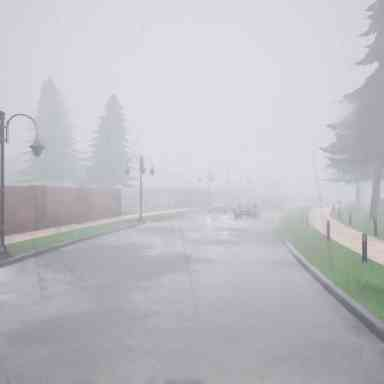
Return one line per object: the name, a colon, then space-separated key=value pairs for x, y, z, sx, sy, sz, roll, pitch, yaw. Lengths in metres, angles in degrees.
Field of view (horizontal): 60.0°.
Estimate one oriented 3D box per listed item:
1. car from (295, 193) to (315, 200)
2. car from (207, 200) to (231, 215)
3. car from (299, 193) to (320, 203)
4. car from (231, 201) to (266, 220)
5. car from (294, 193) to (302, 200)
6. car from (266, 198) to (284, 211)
car: x=29.562 y=1.173 z=87.007 sx=4.605 sy=1.855 sz=1.932 roll=0 pitch=0 yaw=44
car: x=3.043 y=1.525 z=34.362 sx=1.812 sy=1.442 sz=4.674 roll=0 pitch=0 yaw=21
car: x=24.646 y=1.519 z=68.341 sx=2.128 sy=1.511 sz=4.902 roll=0 pitch=0 yaw=43
car: x=4.900 y=1.601 z=28.500 sx=1.895 sy=1.301 sz=4.718 roll=0 pitch=0 yaw=18
car: x=28.111 y=1.175 z=84.917 sx=3.866 sy=1.878 sz=1.905 roll=0 pitch=0 yaw=44
car: x=10.258 y=1.504 z=41.573 sx=1.837 sy=1.490 sz=4.892 roll=0 pitch=0 yaw=26
